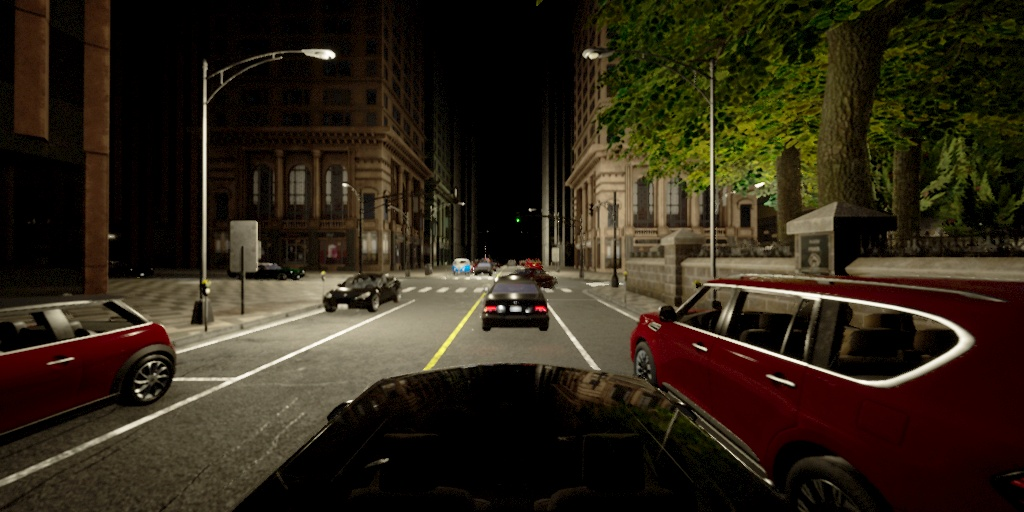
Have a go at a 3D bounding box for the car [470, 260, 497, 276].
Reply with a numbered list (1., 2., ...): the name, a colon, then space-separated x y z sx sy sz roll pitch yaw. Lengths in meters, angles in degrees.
1. car: -3.116 1.477 40.548 2.033 1.411 5.357 0 0 0

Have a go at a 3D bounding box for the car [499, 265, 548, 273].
1. car: 1.219 1.420 21.966 1.994 1.385 4.181 0 -1 28

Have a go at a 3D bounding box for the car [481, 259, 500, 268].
1. car: -3.117 1.534 51.184 2.033 1.411 5.357 0 0 0

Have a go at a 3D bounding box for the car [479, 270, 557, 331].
1. car: 0.080 1.338 11.134 2.033 1.411 5.357 0 0 0

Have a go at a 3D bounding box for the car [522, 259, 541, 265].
1. car: 2.744 1.275 46.499 2.192 1.841 5.009 0 0 0

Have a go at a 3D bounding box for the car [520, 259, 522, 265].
1. car: 2.742 1.305 51.939 2.192 1.841 5.009 0 0 0

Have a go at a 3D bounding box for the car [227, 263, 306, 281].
1. car: -17.870 1.204 26.301 4.718 1.301 1.895 1 0 0

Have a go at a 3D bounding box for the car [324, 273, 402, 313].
1. car: -5.767 1.370 14.389 1.948 1.339 4.313 0 0 0

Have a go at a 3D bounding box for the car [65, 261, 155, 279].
1. car: -29.275 1.029 26.245 4.718 1.301 1.895 1 0 -1

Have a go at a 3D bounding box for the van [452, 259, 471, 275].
1. van: -5.779 1.272 41.046 1.690 1.789 3.998 0 0 0

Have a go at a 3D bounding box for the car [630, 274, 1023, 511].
1. car: 2.764 1.072 3.356 2.192 1.841 5.009 0 0 0

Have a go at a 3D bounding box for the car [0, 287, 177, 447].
1. car: -5.762 1.197 3.341 1.967 1.591 4.097 0 0 0
